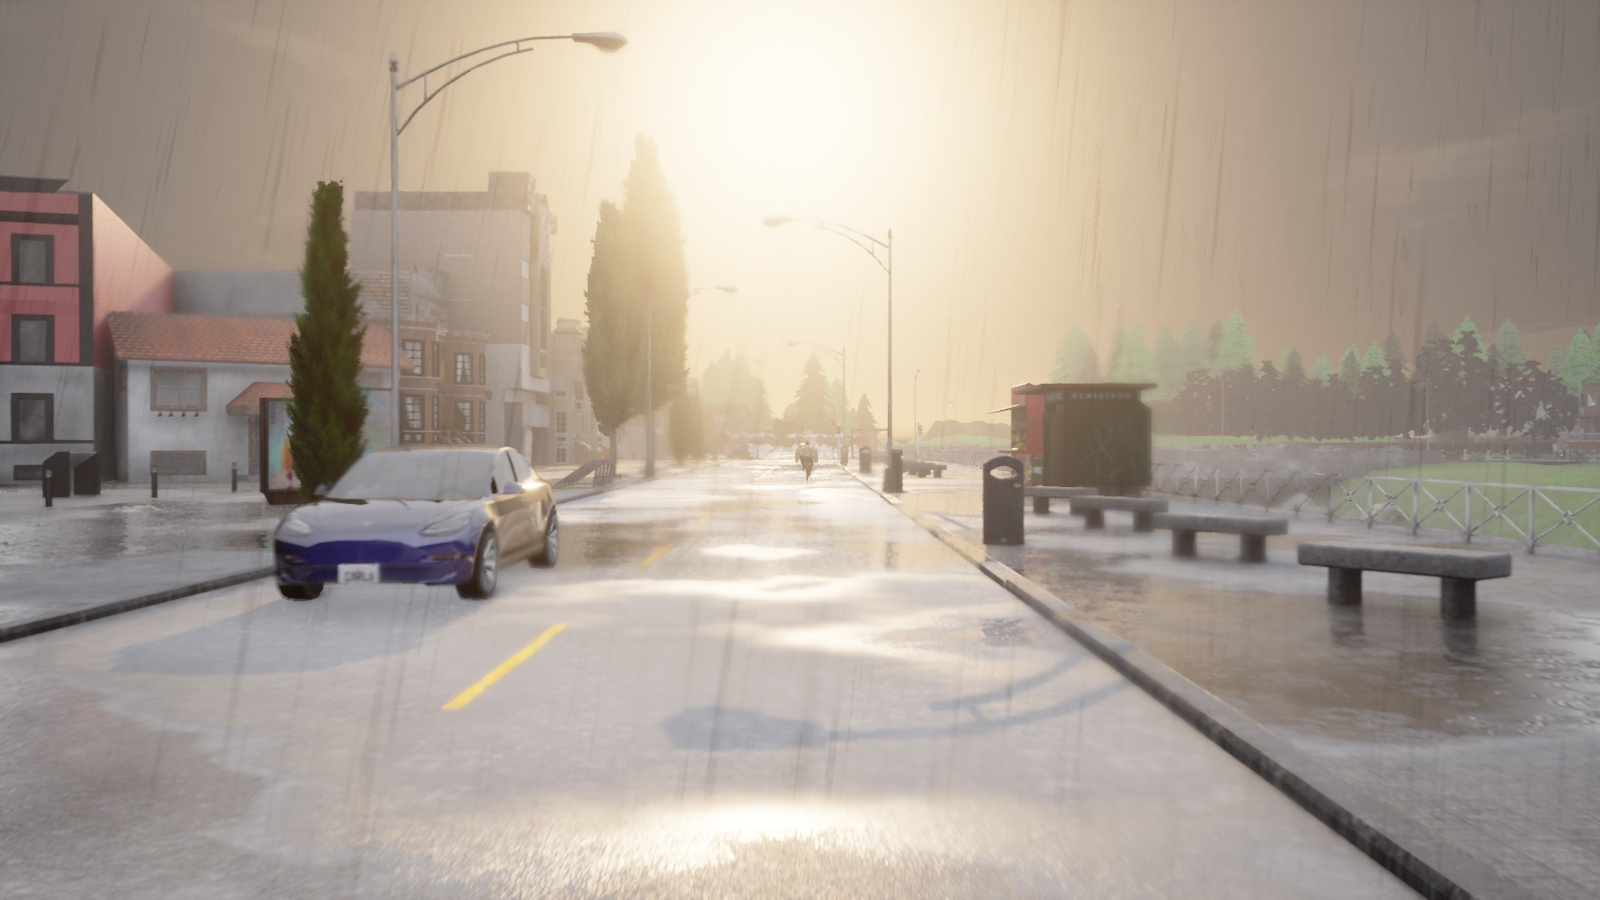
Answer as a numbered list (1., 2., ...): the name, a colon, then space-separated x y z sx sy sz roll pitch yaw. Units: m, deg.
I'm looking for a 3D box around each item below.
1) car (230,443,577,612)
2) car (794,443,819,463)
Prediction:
1. car: -3.910 0.667 13.423 2.163 1.488 4.792 0 0 0
2. car: 0.489 0.214 96.947 1.816 1.474 4.193 0 0 -1
